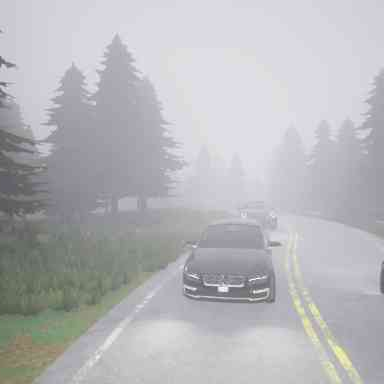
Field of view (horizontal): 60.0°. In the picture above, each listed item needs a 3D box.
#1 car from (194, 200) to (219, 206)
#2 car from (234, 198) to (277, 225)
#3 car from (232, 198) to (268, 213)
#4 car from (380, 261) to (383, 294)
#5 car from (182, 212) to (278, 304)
[{"bbox_3d":[1.848,1.799,44.838,1.812,1.442,4.674,3,-5,-35],"label":"car"},{"bbox_3d":[3.843,1.271,20.347,2.097,1.767,4.553,-1,0,5],"label":"car"},{"bbox_3d":[6.146,1.412,35.720,1.837,1.490,4.892,2,-1,-16],"label":"car"},{"bbox_3d":[4.486,1.309,4.625,2.097,1.767,4.553,-1,0,8],"label":"car"},{"bbox_3d":[1.077,1.496,8.390,1.837,1.490,4.892,-1,0,12],"label":"car"}]
